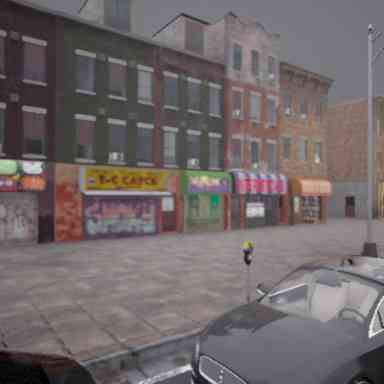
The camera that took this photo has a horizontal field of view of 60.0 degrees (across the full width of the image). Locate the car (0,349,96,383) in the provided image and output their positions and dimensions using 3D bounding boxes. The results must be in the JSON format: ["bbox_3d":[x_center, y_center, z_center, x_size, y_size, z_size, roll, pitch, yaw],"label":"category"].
[{"bbox_3d":[-2.419,1.553,1.087,4.313,1.339,1.947,1,-1,-36],"label":"car"}]

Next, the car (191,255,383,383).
[{"bbox_3d":[2.019,1.588,4.254,4.403,1.369,2.008,1,-1,-36],"label":"car"}]
